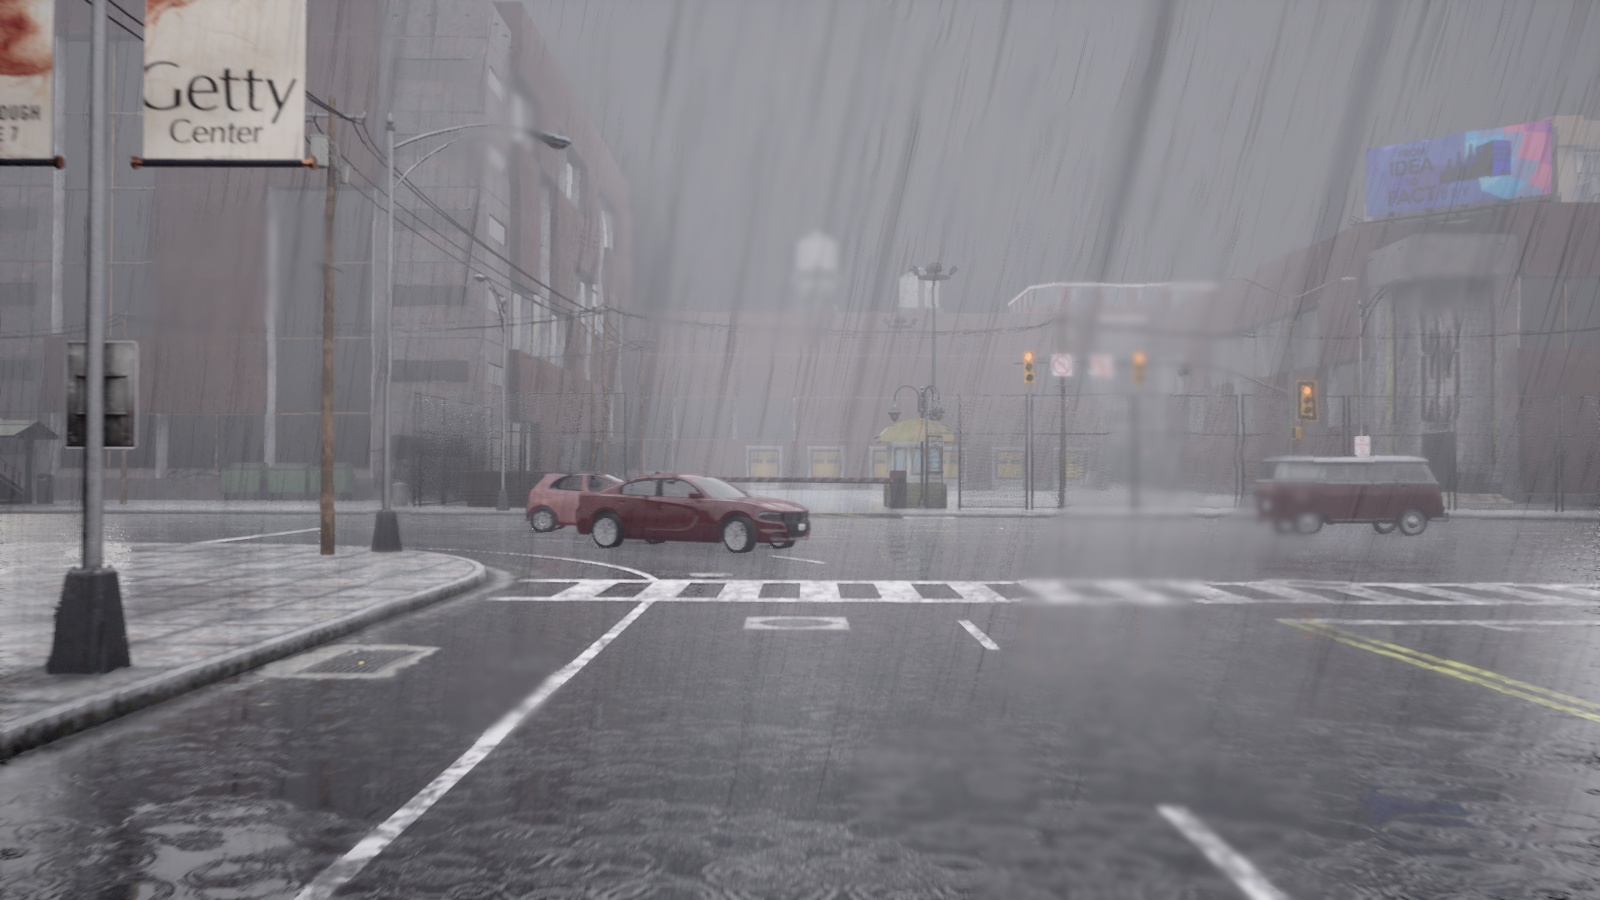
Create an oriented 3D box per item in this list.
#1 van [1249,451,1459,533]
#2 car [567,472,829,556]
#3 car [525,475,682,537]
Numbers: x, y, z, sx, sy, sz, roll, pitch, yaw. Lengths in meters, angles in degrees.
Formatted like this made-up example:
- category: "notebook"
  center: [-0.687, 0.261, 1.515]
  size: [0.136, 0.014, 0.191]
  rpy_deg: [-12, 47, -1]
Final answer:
- category: "van"
  center: [13.783, 1.038, 31.419]
  size: [4.442, 1.987, 1.775]
  rpy_deg: [0, -1, 0]
- category: "car"
  center: [-2.088, 1.222, 25.169]
  size: [5.008, 1.535, 1.882]
  rpy_deg: [-1, -1, 29]
- category: "car"
  center: [-4.874, 1.376, 31.534]
  size: [3.633, 1.501, 1.845]
  rpy_deg: [0, -1, 0]
